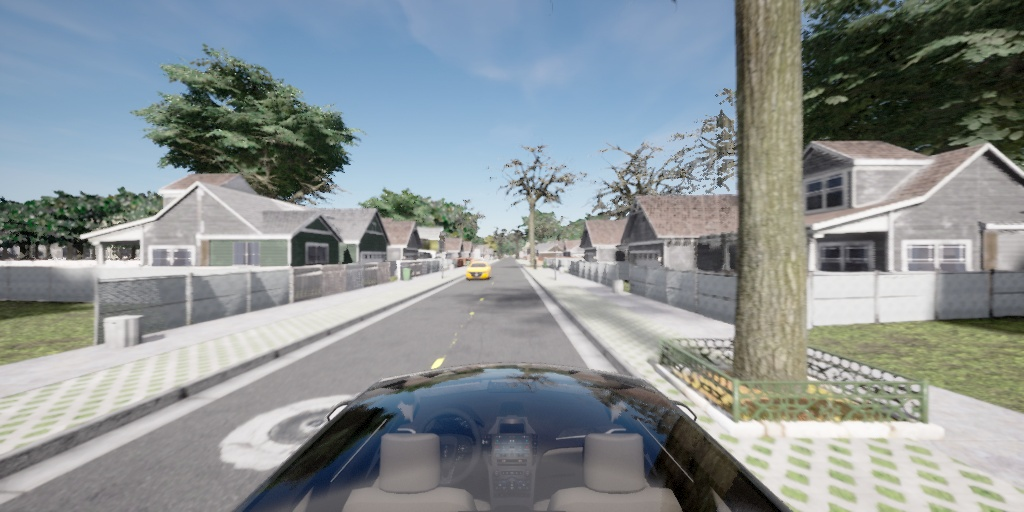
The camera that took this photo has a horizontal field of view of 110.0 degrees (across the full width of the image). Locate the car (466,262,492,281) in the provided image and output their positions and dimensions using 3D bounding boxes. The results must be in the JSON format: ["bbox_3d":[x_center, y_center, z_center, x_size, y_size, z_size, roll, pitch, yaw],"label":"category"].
[{"bbox_3d":[-2.798,1.234,30.838,1.882,1.535,5.008,0,0,0],"label":"car"}]
